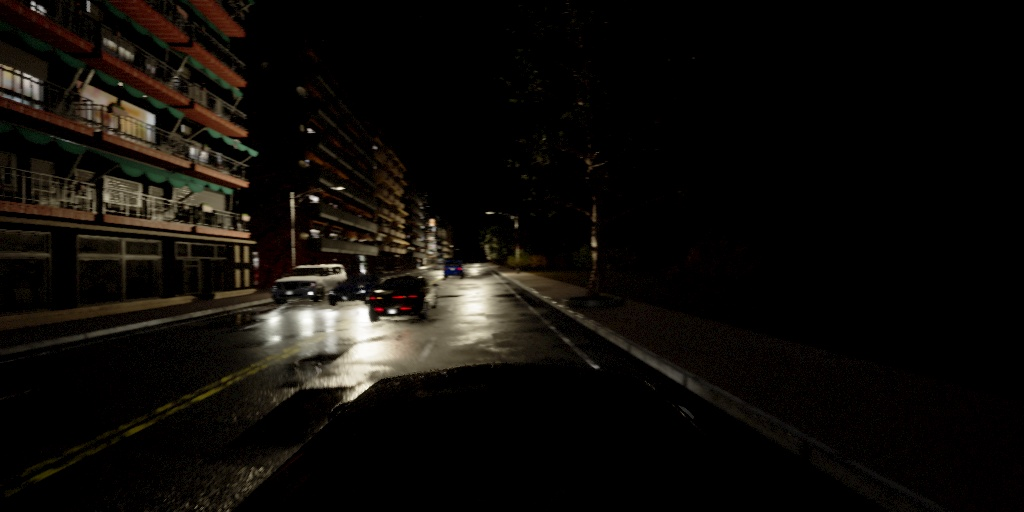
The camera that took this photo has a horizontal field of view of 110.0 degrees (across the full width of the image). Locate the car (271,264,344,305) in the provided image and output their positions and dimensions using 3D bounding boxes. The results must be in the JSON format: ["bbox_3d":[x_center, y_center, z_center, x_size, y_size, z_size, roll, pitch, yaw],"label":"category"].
[{"bbox_3d":[-11.359,1.518,20.619,2.150,2.045,5.566,-2,-1,-5],"label":"car"}]

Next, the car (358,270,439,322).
[{"bbox_3d":[-3.976,1.494,13.605,1.837,1.490,4.892,-2,0,-5],"label":"car"}]

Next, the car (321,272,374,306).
[{"bbox_3d":[-7.921,1.692,18.829,1.812,1.442,4.674,-2,-1,-5],"label":"car"}]

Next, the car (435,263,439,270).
[{"bbox_3d":[-11.604,1.785,59.439,1.812,1.442,4.674,-2,-1,-5],"label":"car"}]

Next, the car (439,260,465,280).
[{"bbox_3d":[-6.437,1.525,40.029,2.150,2.045,5.566,-2,-1,-5],"label":"car"}]
